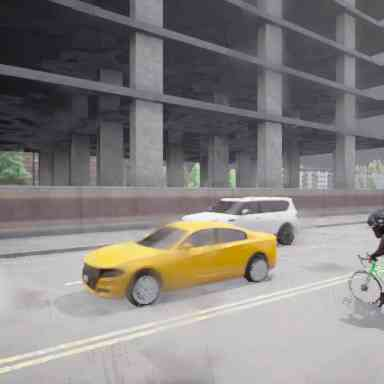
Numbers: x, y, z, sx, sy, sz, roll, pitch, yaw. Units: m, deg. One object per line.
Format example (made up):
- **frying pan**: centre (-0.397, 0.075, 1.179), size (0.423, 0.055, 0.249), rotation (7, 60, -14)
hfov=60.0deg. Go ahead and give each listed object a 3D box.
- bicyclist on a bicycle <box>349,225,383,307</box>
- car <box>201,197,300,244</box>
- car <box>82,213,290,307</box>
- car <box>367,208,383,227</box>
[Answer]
- **bicyclist on a bicycle**: centre (3.736, 1.455, 6.305), size (0.582, 1.620, 1.656), rotation (0, -2, -34)
- **car**: centre (2.074, 1.222, 13.810), size (5.566, 2.045, 2.150), rotation (0, 0, -33)
- **car**: centre (-0.076, 1.478, 8.136), size (5.008, 1.535, 1.882), rotation (0, 0, -34)
- **car**: centre (13.000, 1.564, 21.103), size (4.181, 1.385, 1.994), rotation (0, 0, -34)
